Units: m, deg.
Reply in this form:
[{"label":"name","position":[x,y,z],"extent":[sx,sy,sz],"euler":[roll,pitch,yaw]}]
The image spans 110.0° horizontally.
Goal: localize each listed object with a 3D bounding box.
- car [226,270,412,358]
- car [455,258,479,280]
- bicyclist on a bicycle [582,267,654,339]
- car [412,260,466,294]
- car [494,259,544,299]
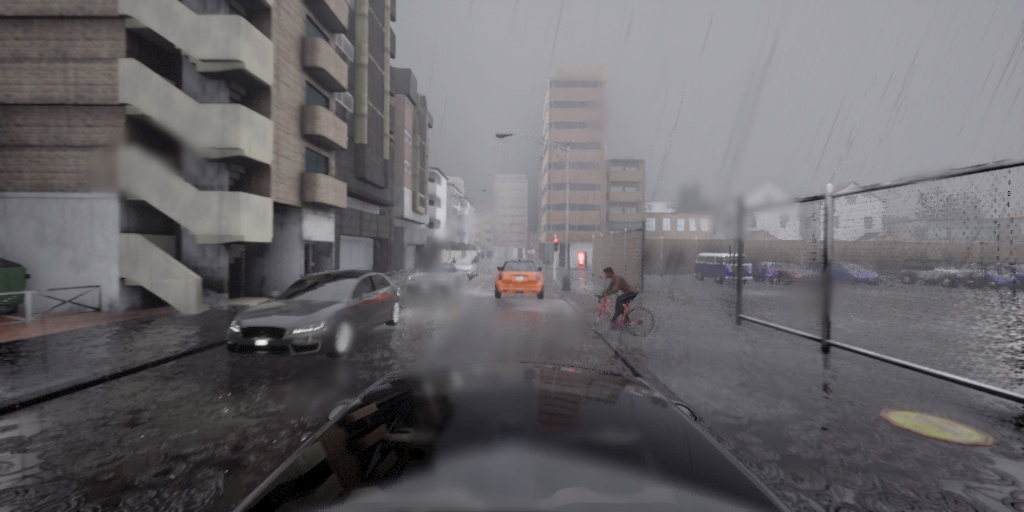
[{"label":"car","position":[-3.997,1.115,8.212],"extent":[1.837,1.490,4.892],"euler":[1,1,1]},{"label":"car","position":[-3.607,0.913,26.232],"extent":[1.812,1.442,4.674],"euler":[1,1,1]},{"label":"bicyclist on a bicycle","position":[2.385,1.061,8.147],"extent":[1.656,1.620,0.582],"euler":[-3,0,1]},{"label":"car","position":[-3.813,1.081,18.274],"extent":[1.895,1.301,4.718],"euler":[1,1,1]},{"label":"car","position":[0.343,0.908,16.836],"extent":[2.097,1.767,4.553],"euler":[1,1,1]}]
